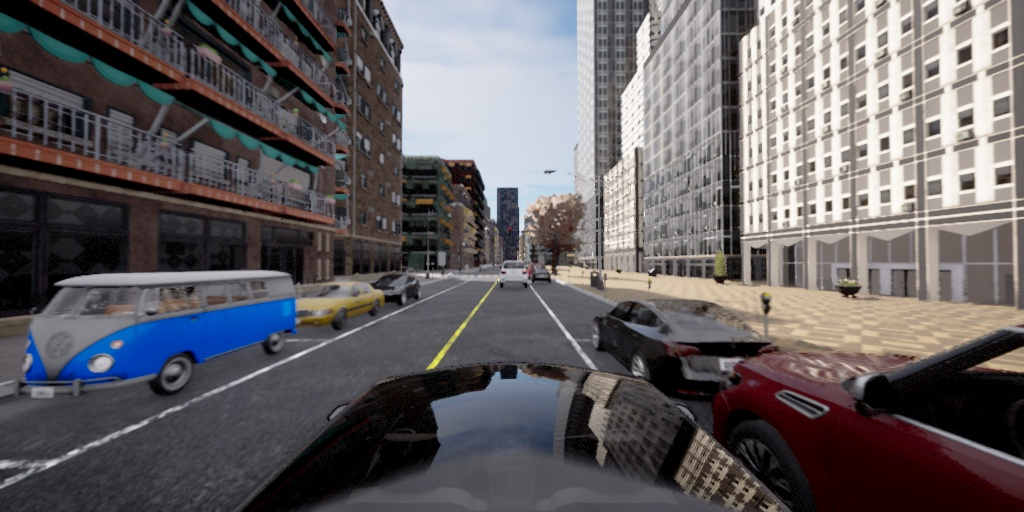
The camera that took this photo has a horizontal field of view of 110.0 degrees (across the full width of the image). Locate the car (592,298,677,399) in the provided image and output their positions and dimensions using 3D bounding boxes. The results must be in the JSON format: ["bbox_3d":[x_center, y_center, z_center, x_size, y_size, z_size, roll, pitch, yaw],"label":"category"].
[{"bbox_3d":[2.694,1.389,6.436,1.948,1.339,4.313,0,0,0],"label":"car"}]

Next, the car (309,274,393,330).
[{"bbox_3d":[-5.686,1.435,11.792,1.751,1.417,4.829,0,0,0],"label":"car"}]

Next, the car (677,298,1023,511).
[{"bbox_3d":[2.692,1.052,0.915,2.192,1.841,5.009,0,0,0],"label":"car"}]

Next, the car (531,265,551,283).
[{"bbox_3d":[2.702,1.829,34.047,1.948,1.339,4.313,0,0,0],"label":"car"}]

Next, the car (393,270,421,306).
[{"bbox_3d":[-5.684,1.563,17.484,1.948,1.339,4.313,0,0,0],"label":"car"}]

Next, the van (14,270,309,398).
[{"bbox_3d":[-5.688,1.165,6.439,1.690,1.789,3.998,0,0,0],"label":"van"}]

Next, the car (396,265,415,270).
[{"bbox_3d":[-16.419,1.906,52.548,4.403,1.370,2.007,0,0,-1],"label":"car"}]

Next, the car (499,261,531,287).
[{"bbox_3d":[0.117,1.404,28.950,2.150,2.045,5.566,0,-1,-1],"label":"car"}]

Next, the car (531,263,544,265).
[{"bbox_3d":[2.704,1.668,39.569,2.192,1.841,5.009,0,0,0],"label":"car"}]
